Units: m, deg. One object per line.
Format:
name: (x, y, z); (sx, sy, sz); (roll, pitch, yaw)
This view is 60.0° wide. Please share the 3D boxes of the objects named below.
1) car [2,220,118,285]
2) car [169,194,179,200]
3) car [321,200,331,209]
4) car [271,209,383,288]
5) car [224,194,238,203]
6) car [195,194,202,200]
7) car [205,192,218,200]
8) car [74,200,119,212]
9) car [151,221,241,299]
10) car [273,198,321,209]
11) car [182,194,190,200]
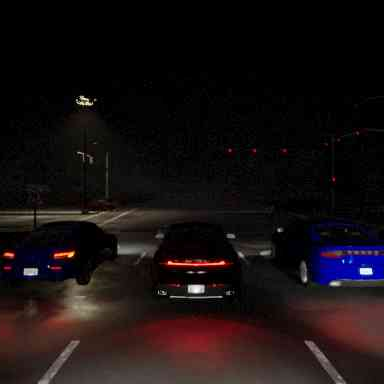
car: (-3.414, 1.526, 9.353); (1.812, 1.442, 4.674); (0, 0, 0)
car: (-5.207, 1.350, 93.074); (2.097, 1.767, 4.553); (0, 0, 0)
car: (16.320, 1.547, 45.899); (5.357, 1.411, 2.033); (0, 0, 6)
car: (3.589, 1.478, 9.307); (1.882, 1.535, 5.008); (0, 0, 0)
car: (8.719, 1.355, 72.273); (2.097, 1.767, 4.553); (0, 0, 0)
car: (1.789, 1.472, 92.275); (1.882, 1.535, 5.008); (0, 0, 0)
car: (5.289, 1.472, 92.261); (1.882, 1.535, 5.008); (0, 0, 0)
car: (-10.967, 1.601, 38.255); (4.718, 1.301, 1.895); (0, 0, -1)
car: (0.087, 1.505, 8.430); (1.837, 1.490, 4.892); (0, 0, 0)
car: (11.836, 1.491, 38.528); (4.902, 1.511, 2.128); (0, 0, -1)
car: (-1.709, 1.547, 92.706); (1.994, 1.385, 4.181); (0, 0, 0)
